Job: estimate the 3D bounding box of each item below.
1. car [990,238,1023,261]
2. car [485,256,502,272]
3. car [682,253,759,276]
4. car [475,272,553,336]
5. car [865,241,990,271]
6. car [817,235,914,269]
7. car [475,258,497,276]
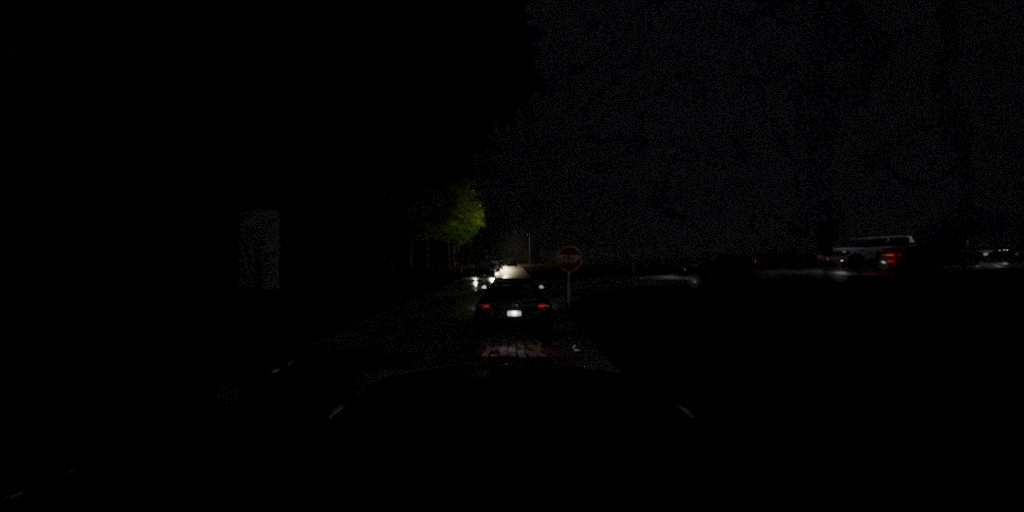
[{"bbox_3d":[34.210,-0.497,24.015,4.902,1.511,2.128,-3,1,1],"label":"car"},{"bbox_3d":[-2.771,1.053,48.137,2.150,2.045,5.566,0,0,-1],"label":"car"},{"bbox_3d":[14.020,0.525,24.240,4.674,1.442,1.812,-3,1,1],"label":"car"},{"bbox_3d":[0.027,1.323,10.419,1.994,1.385,4.181,0,0,-1],"label":"car"},{"bbox_3d":[24.403,0.023,21.184,4.892,1.490,1.837,-3,1,1],"label":"car"},{"bbox_3d":[23.895,-0.267,24.134,5.566,2.045,2.150,-3,1,0],"label":"car"},{"bbox_3d":[-2.759,1.280,36.920,1.882,1.535,5.008,0,0,-1],"label":"car"}]
